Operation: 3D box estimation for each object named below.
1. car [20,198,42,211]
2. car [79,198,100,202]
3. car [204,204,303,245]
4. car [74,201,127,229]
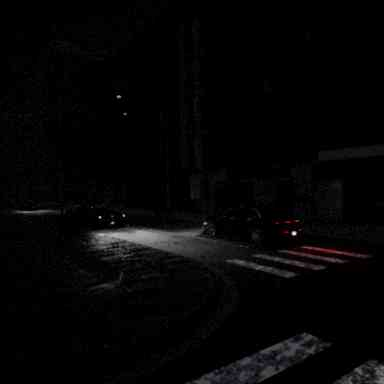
[{"bbox_3d":[-20.128,1.469,41.467,1.882,1.535,5.008,-2,1,-35],"label":"car"},{"bbox_3d":[-9.891,1.364,31.974,2.128,1.511,4.902,-2,1,-35],"label":"car"},{"bbox_3d":[2.456,1.304,14.516,1.837,1.490,4.892,-2,1,-35],"label":"car"},{"bbox_3d":[-5.915,1.507,21.250,1.895,1.301,4.718,-2,1,-35],"label":"car"}]
